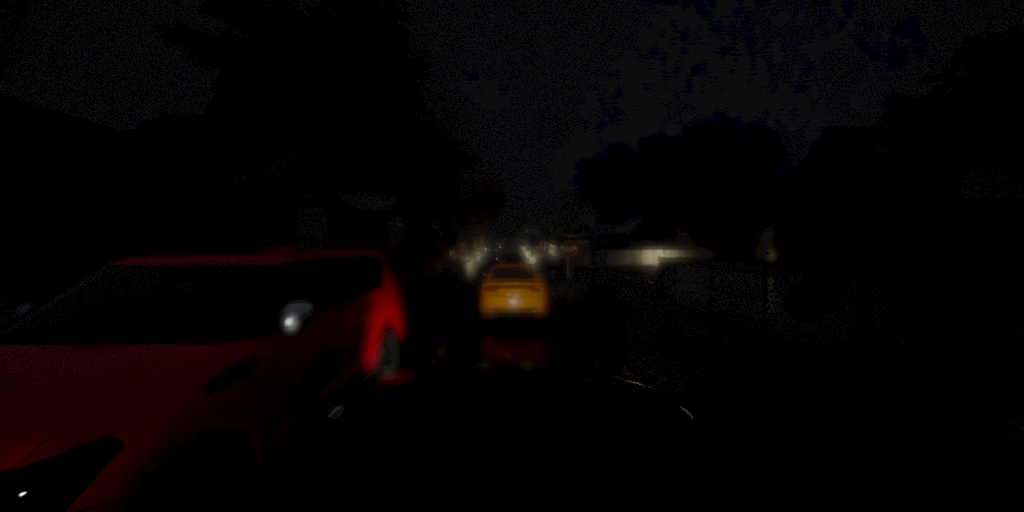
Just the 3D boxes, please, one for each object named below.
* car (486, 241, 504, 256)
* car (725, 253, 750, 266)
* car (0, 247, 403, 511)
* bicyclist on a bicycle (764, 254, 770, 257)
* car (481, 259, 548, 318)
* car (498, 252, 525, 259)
[{"bbox_3d":[-2.813,-1.023,55.138,2.097,1.767,4.553,0,3,0],"label":"car"},{"bbox_3d":[24.979,0.446,39.765,5.008,1.535,1.882,-1,2,-34],"label":"car"},{"bbox_3d":[-2.849,0.927,3.745,2.150,2.045,5.566,0,1,0],"label":"car"},{"bbox_3d":[21.991,0.615,30.815,0.582,1.620,1.656,-1,1,-32],"label":"bicyclist on a bicycle"},{"bbox_3d":[0.083,1.018,11.899,1.882,1.535,5.008,0,1,0],"label":"car"},{"bbox_3d":[0.089,0.591,28.945,1.994,1.385,4.181,0,3,0],"label":"car"}]
